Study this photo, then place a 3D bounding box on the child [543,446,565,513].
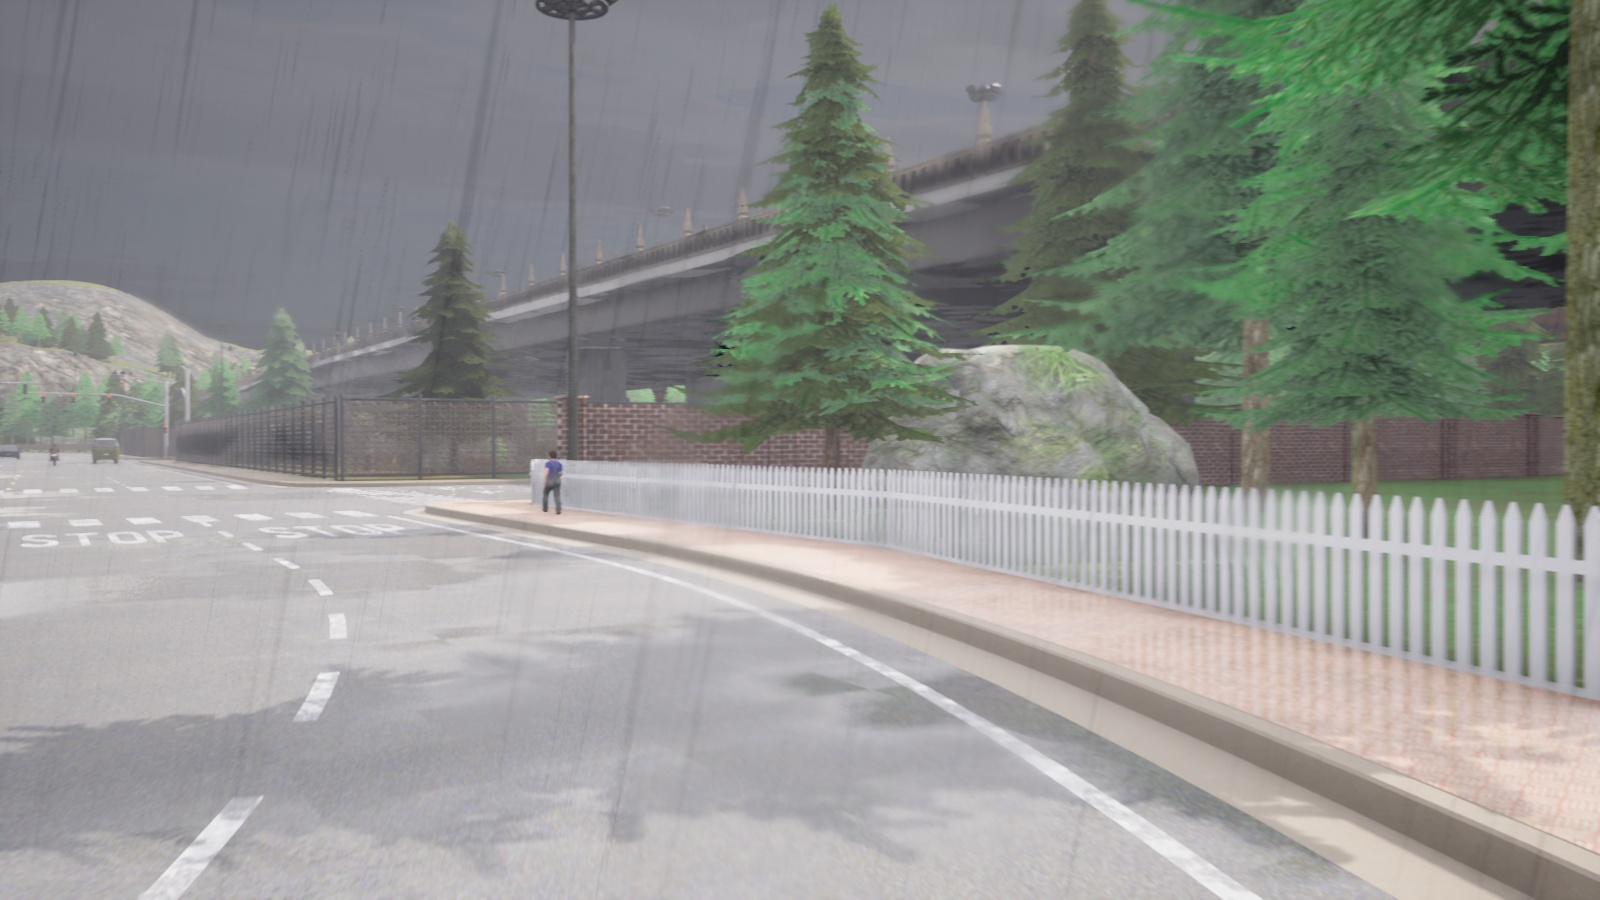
[{"bbox_3d":[-4.643,0.549,23.706,0.270,1.263,0.437,0,0,-31],"label":"child"}]
